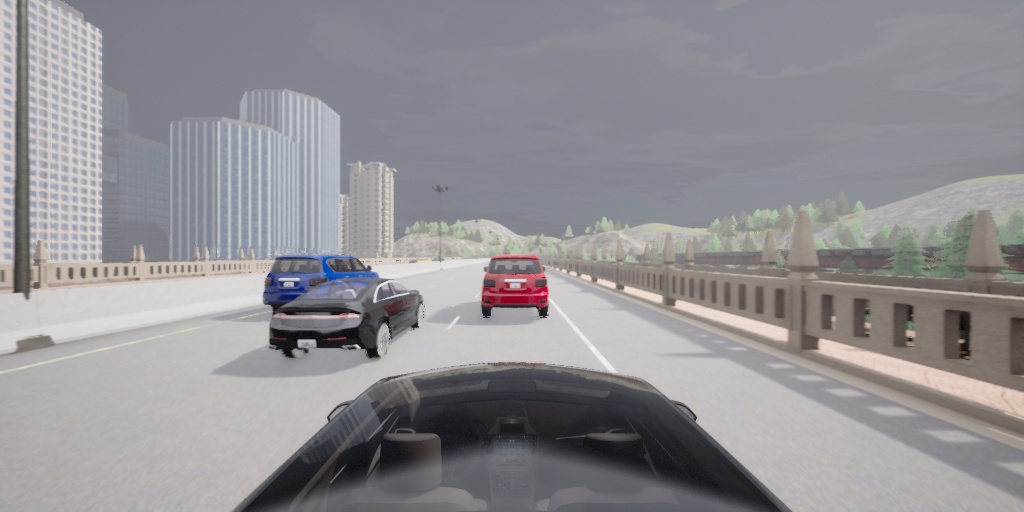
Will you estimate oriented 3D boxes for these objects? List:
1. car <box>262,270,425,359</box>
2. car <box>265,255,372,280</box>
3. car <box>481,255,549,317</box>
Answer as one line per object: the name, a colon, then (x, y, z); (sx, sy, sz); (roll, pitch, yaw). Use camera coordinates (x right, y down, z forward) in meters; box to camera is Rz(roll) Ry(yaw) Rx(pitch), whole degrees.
car: (-3.402, 1.242, 8.373); (2.128, 1.511, 4.902); (0, 0, 0)
car: (-6.903, 0.973, 13.772); (2.150, 2.045, 5.566); (0, 0, 0)
car: (0.097, 0.973, 13.280); (2.150, 2.045, 5.566); (0, 0, 0)
